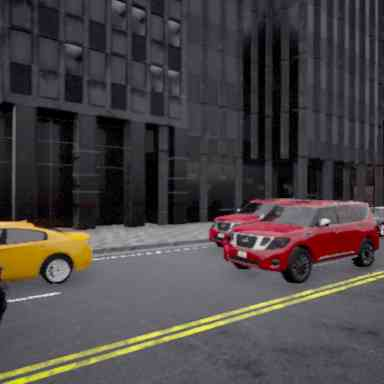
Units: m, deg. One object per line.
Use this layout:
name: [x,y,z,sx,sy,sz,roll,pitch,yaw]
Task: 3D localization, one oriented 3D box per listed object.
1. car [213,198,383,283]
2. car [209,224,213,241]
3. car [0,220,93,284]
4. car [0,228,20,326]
car: [3.555,1.288,10.210,5.566,2.045,2.150,1,0,-35]
car: [3.350,1.301,14.052,5.566,2.045,2.150,1,0,-35]
car: [-4.994,1.482,8.100,5.008,1.535,1.882,1,0,-36]
car: [-5.085,1.464,4.043,5.008,1.535,1.882,1,0,-36]
